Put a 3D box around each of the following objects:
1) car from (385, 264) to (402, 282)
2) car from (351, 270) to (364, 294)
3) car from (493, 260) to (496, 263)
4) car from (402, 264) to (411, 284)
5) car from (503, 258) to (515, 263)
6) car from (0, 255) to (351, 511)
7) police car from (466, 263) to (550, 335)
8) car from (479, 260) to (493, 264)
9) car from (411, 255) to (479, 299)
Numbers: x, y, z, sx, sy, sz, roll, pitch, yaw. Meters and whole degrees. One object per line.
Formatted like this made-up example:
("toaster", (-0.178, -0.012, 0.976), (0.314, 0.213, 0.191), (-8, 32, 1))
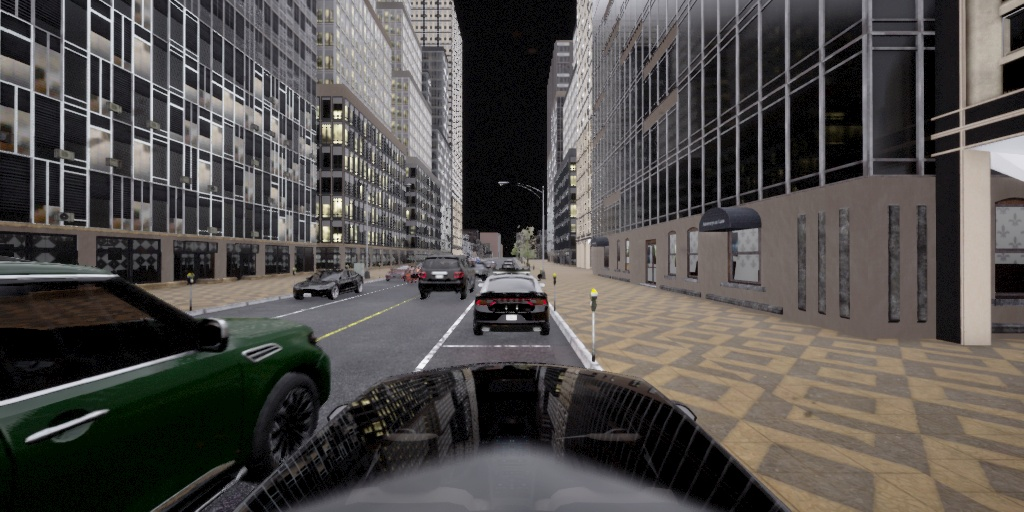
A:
("car", (-8.835, 1.325, 29.033), (1.802, 1.307, 4.207), (0, 0, 0))
("car", (-8.836, 1.313, 17.650), (1.948, 1.339, 4.313), (0, 0, 0))
("car", (-3.046, 1.276, 50.984), (2.033, 1.411, 5.357), (0, 0, 0))
("car", (-6.244, 1.096, 26.490), (2.097, 1.767, 4.553), (0, 0, 0))
("car", (-0.455, 1.298, 46.099), (1.948, 1.339, 4.313), (0, 0, 0))
("car", (-3.053, 0.972, 1.529), (2.150, 2.045, 5.566), (0, 0, 0))
("police car", (-0.012, 1.174, 10.609), (1.930, 1.638, 5.238), (0, 0, 0))
("car", (-3.053, 1.304, 32.770), (1.994, 1.385, 4.181), (0, 0, 0))
("car", (-3.144, 0.971, 18.222), (2.150, 2.045, 5.566), (0, 0, 0))
